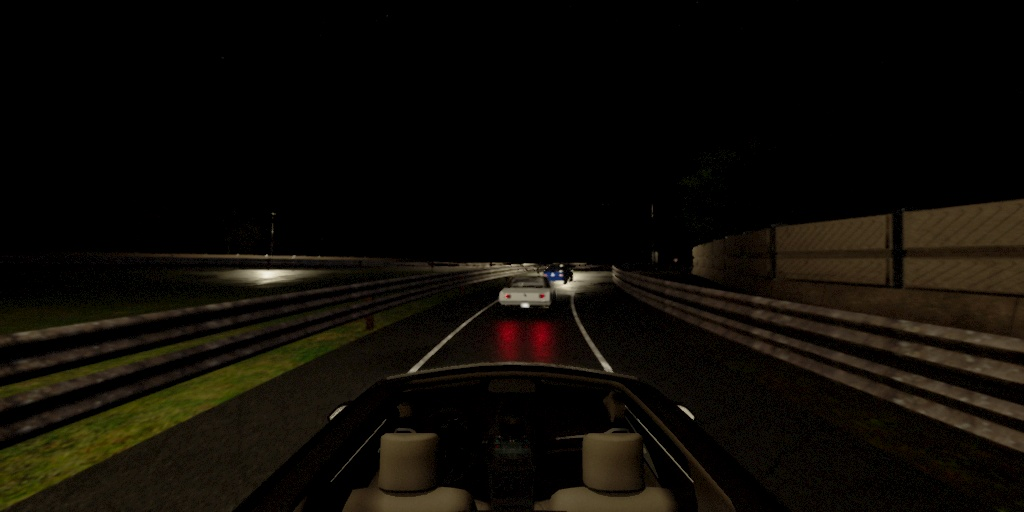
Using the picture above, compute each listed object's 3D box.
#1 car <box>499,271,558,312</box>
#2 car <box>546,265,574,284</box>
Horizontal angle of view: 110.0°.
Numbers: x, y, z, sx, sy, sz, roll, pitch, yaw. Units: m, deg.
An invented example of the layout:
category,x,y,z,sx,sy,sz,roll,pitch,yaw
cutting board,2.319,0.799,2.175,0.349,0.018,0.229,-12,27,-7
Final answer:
category,x,y,z,sx,sy,sz,roll,pitch,yaw
car,0.787,1.462,14.821,1.895,1.301,4.718,0,0,8
car,3.708,1.439,28.517,2.033,1.411,5.357,-1,0,17
